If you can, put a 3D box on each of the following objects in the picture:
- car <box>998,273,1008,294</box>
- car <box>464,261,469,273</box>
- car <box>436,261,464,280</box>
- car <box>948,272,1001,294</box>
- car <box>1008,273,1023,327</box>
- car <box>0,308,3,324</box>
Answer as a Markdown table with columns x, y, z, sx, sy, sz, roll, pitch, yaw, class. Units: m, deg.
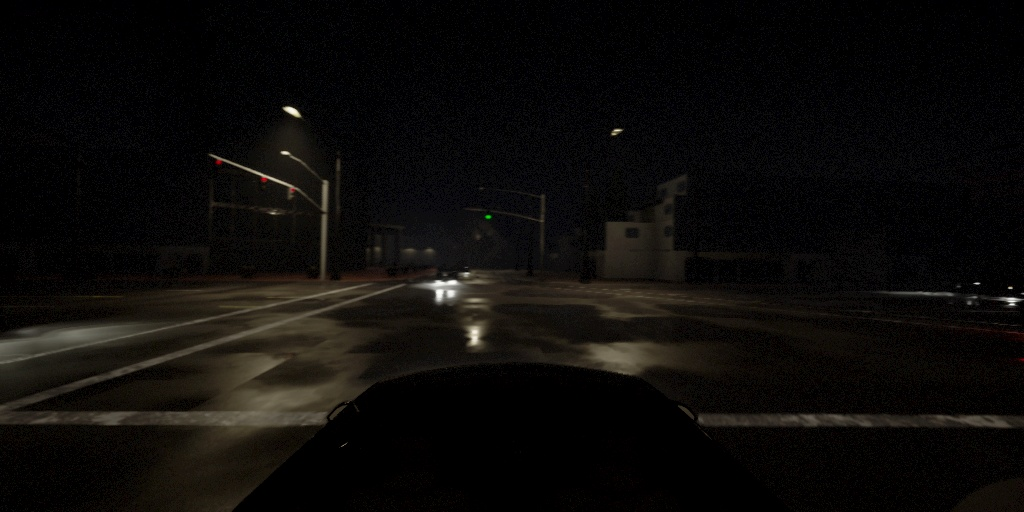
| x | y | z | sx | sy | sz | roll | pitch | yaw | class |
| --- | --- | --- | --- | --- | --- | --- | --- | --- | --- |
| 35.028 | 1.984 | 22.869 | 5.357 | 1.411 | 2.033 | 0 | -1 | -5 | car |
| -7.384 | 1.492 | 52.470 | 2.097 | 1.767 | 4.553 | 1 | -1 | -4 | car |
| -6.146 | 1.464 | 34.571 | 2.128 | 1.511 | 4.902 | 1 | -1 | -4 | car |
| 35.081 | 1.960 | 26.384 | 4.902 | 1.511 | 2.128 | 0 | -1 | -5 | car |
| 18.685 | 1.539 | 10.896 | 4.553 | 1.767 | 2.097 | 1 | -1 | -5 | car |
| -15.116 | 1.126 | 8.157 | 5.008 | 1.535 | 1.882 | 2 | -1 | -5 | car |
